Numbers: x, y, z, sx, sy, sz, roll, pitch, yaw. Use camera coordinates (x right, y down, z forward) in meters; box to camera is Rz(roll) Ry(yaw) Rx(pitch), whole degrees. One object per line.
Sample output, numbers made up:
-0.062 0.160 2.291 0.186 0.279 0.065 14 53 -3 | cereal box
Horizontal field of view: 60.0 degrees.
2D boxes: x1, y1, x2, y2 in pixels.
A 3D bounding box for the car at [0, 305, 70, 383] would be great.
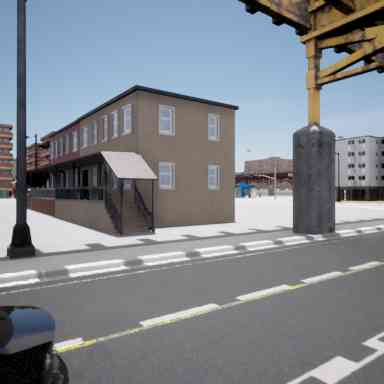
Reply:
-3.211 1.504 1.668 4.892 1.490 1.837 0 0 -36 | car
